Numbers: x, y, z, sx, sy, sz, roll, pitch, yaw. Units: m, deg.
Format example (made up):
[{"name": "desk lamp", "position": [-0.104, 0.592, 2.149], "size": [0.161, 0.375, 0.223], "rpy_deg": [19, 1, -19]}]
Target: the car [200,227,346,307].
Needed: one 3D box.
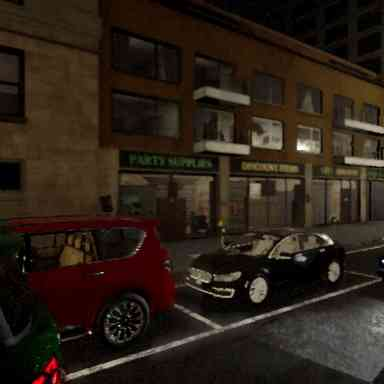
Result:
[{"name": "car", "position": [1.912, 1.552, 7.893], "size": [4.403, 1.369, 2.008], "rpy_deg": [0, 0, -35]}]

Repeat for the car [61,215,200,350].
[{"name": "car", "position": [-2.589, 1.315, 4.687], "size": [5.009, 1.841, 2.192], "rpy_deg": [0, 0, -35]}]

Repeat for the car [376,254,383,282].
[{"name": "car", "position": [6.392, 1.603, 7.907], "size": [4.718, 1.301, 1.895], "rpy_deg": [0, 0, -35]}]

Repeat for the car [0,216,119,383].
[{"name": "car", "position": [-3.298, 1.224, 1.018], "size": [5.566, 2.045, 2.150], "rpy_deg": [1, 0, -35]}]
